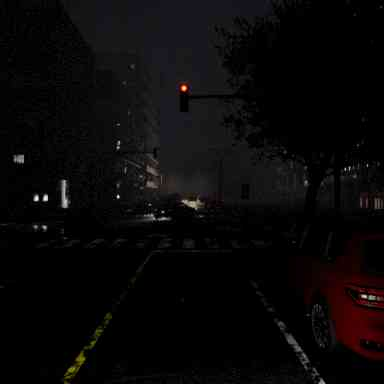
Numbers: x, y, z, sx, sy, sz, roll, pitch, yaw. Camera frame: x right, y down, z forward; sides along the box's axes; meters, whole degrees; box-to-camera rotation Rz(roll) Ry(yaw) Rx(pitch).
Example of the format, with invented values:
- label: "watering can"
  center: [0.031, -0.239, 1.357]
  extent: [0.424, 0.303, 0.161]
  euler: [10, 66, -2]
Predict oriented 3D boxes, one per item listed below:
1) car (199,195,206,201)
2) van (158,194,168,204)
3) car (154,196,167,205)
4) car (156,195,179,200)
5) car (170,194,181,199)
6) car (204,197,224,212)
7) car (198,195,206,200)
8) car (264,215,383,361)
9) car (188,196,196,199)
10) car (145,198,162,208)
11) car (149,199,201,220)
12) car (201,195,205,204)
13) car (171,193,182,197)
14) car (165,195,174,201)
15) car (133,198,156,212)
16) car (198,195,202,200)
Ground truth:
- label: "car"
  center: [2.718, 1.621, 88.104]
  extent: [1.887, 1.381, 4.507]
  euler: [0, 0, 0]
- label: "van"
  center: [-5.669, 1.384, 65.977]
  extent: [1.690, 1.788, 3.998]
  euler: [0, 0, 0]
- label: "car"
  center: [-5.670, 1.476, 60.444]
  extent: [1.967, 1.590, 4.097]
  euler: [0, 0, 0]
- label: "car"
  center: [-3.081, 1.505, 39.209]
  extent: [2.128, 1.511, 4.902]
  euler: [0, 0, 2]
- label: "car"
  center: [-3.071, 1.500, 49.430]
  extent: [1.882, 1.535, 5.008]
  euler: [0, 0, 0]
- label: "car"
  center: [2.703, 1.557, 38.310]
  extent: [1.887, 1.381, 4.507]
  euler: [0, 0, 0]
- label: "car"
  center: [2.719, 1.638, 93.637]
  extent: [2.008, 1.369, 4.403]
  euler: [0, 0, 0]
- label: "car"
  center: [2.695, 1.315, 5.922]
  extent: [2.192, 1.841, 5.009]
  euler: [0, 0, 0]
- label: "car"
  center: [0.029, 1.654, 77.308]
  extent: [1.895, 1.301, 4.718]
  euler: [0, 0, 0]
- label: "car"
  center: [-5.674, 1.573, 49.378]
  extent: [2.008, 1.369, 4.403]
  euler: [0, 0, 0]
- label: "car"
  center: [-1.367, 1.569, 28.350]
  extent: [1.994, 1.385, 4.181]
  euler: [0, 0, 30]
- label: "car"
  center: [2.706, 1.548, 49.545]
  extent: [1.752, 1.417, 4.829]
  euler: [0, 0, 0]
- label: "car"
  center: [-3.048, 1.257, 60.142]
  extent: [2.150, 2.045, 5.566]
  euler: [0, 0, 0]
- label: "car"
  center: [-5.664, 1.507, 82.574]
  extent: [1.967, 1.590, 4.097]
  euler: [0, 0, 0]
- label: "car"
  center: [-5.677, 1.563, 38.312]
  extent: [2.008, 1.369, 4.403]
  euler: [0, 0, 0]
- label: "car"
  center: [2.711, 1.625, 65.973]
  extent: [1.802, 1.307, 4.206]
  euler: [0, 0, 0]
